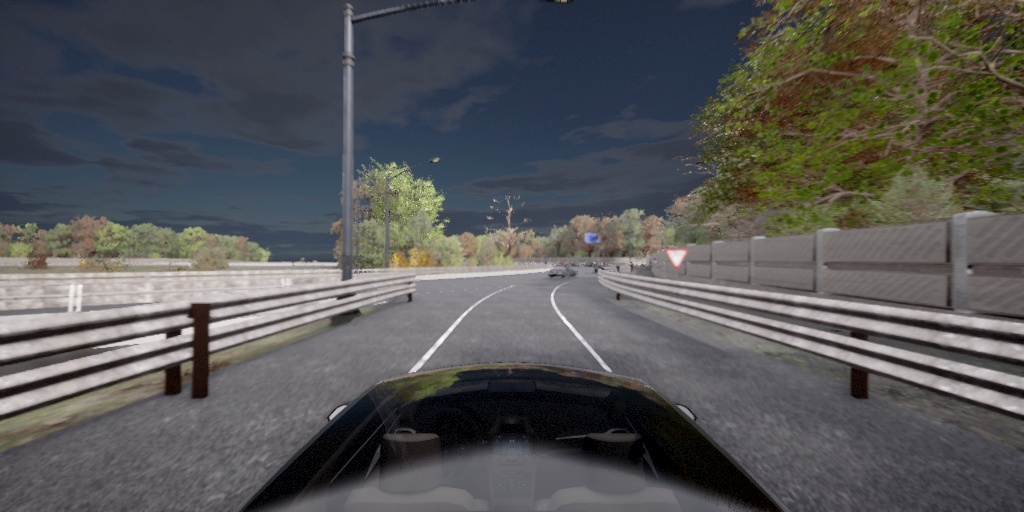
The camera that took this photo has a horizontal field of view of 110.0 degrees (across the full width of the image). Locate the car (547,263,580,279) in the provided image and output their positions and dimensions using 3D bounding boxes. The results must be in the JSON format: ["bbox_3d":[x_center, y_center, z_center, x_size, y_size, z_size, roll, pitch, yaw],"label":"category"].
[{"bbox_3d":[5.794,1.810,40.416,2.033,1.411,5.357,0,-1,30],"label":"car"}]

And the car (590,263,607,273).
[{"bbox_3d":[14.678,2.033,59.631,1.837,1.490,4.892,0,-1,19],"label":"car"}]
